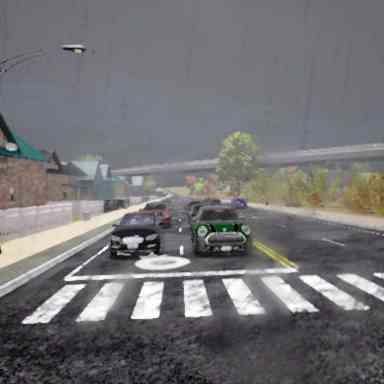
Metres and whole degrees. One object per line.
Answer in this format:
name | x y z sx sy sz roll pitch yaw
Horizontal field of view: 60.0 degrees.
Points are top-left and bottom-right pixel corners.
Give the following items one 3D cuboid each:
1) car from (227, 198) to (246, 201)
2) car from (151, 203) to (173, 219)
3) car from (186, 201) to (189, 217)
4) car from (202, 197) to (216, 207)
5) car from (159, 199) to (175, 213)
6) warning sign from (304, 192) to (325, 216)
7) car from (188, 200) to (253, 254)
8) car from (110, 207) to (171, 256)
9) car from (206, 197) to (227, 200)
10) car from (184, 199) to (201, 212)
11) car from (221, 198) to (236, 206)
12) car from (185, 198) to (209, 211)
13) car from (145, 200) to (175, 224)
car | 6.458 1.533 45.700 1.812 1.442 4.674 -2 0 -2
car | -2.887 1.818 33.148 1.895 1.301 4.718 -2 0 -1
car | 0.757 1.584 22.713 1.837 1.490 4.892 -2 0 -2
car | 2.821 1.655 55.580 1.837 1.490 4.892 -2 0 -2
car | -3.255 1.772 43.516 1.837 1.490 4.892 -2 0 -2
warning sign | 10.043 0.954 27.369 1.300 1.860 1.060 0 2 -2
car | 1.095 1.392 13.842 2.097 1.767 4.553 -2 0 -2
car | -2.160 1.622 14.003 2.128 1.511 4.902 -2 0 -2
car | 3.217 1.621 45.440 1.812 1.442 4.674 -2 0 -2
car | 0.008 1.724 43.374 2.033 1.411 5.357 -2 0 -2
car | 6.069 1.662 55.736 1.895 1.301 4.718 -2 0 -2
car | 0.385 1.651 32.777 1.812 1.442 4.674 -2 0 -2
car | -2.518 1.524 23.211 2.097 1.767 4.553 -2 0 -2
